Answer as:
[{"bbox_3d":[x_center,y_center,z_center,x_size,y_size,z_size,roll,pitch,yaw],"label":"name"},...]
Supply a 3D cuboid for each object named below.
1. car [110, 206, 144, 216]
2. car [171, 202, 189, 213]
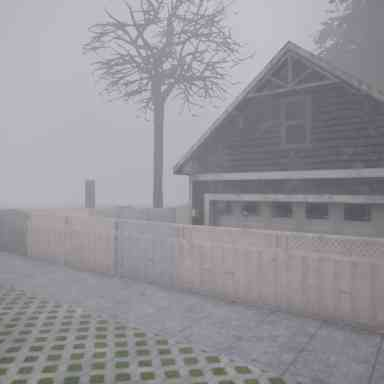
[{"bbox_3d":[-6.419,1.894,28.953,1.895,1.301,4.718,0,-1,35],"label":"car"},{"bbox_3d":[-0.368,1.918,37.533,1.882,1.535,5.008,0,-1,35],"label":"car"}]
